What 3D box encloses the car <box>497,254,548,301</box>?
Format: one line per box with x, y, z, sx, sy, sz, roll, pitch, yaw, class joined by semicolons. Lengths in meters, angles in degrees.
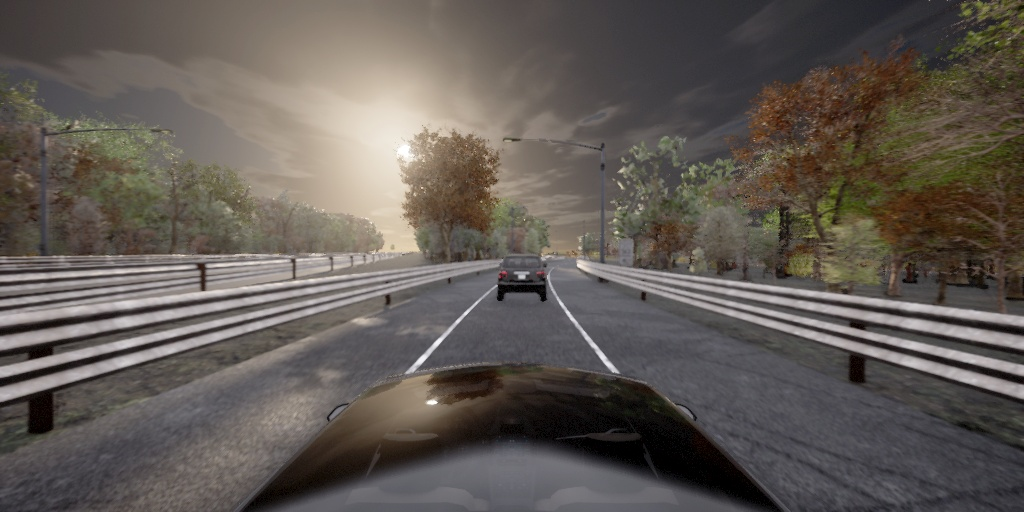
0.526;0.927;17.260;2.150;2.045;5.566;0;0;3;car
